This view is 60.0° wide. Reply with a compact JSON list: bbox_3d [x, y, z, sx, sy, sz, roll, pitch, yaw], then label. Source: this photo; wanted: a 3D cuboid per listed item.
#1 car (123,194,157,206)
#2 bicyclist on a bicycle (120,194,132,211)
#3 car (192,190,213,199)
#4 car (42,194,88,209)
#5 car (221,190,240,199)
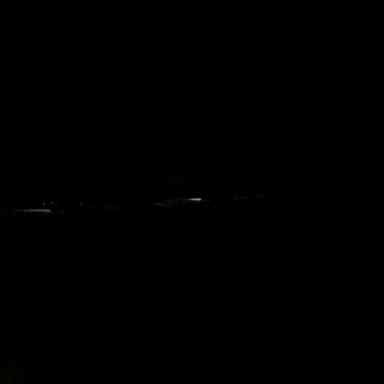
[{"bbox_3d":[-6.087,0.912,39.299,1.994,1.385,4.181,1,2,35],"label":"car"},{"bbox_3d":[-6.373,1.002,32.173,1.656,1.620,0.582,0,1,35],"label":"bicyclist on a bicycle"},{"bbox_3d":[1.762,0.425,56.632,1.994,1.385,4.181,1,2,36],"label":"car"},{"bbox_3d":[-13.441,0.955,35.335,1.837,1.490,4.892,1,2,35],"label":"car"},{"bbox_3d":[6.699,0.426,57.331,1.994,1.385,4.181,1,2,36],"label":"car"}]
